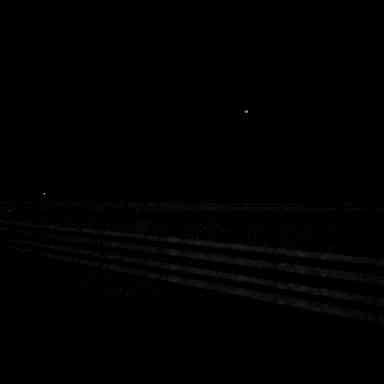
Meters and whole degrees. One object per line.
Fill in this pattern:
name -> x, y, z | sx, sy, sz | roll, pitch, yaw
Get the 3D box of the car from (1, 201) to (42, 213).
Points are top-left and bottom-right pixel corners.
car -> -21.185, 1.765, 41.106 | 5.357, 1.411, 2.033 | 0, 0, 16
